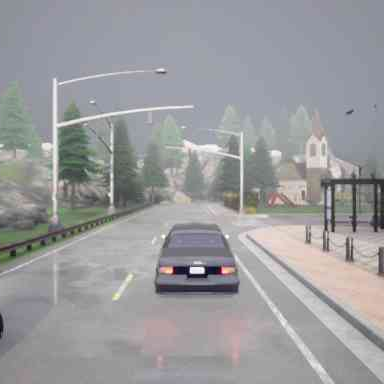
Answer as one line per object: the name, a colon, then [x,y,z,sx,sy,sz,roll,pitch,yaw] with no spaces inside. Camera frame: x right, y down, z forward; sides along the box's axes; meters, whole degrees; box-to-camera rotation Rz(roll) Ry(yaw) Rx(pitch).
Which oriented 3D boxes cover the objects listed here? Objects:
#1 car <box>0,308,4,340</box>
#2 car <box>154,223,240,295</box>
car: [-3.564,1.562,2.829,1.994,1.385,4.181,0,0,0]
car: [0.096,1.542,8.855,2.033,1.411,5.357,0,0,0]
